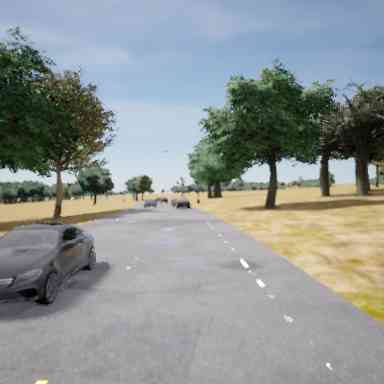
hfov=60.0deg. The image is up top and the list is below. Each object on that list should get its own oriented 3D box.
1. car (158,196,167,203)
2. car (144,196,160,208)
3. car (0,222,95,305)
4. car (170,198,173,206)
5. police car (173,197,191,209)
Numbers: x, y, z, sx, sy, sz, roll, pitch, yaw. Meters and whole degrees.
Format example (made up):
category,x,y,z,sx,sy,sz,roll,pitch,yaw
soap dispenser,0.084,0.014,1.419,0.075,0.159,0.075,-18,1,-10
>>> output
category,x,y,z,sx,sy,sz,roll,pitch,yaw
car,-6.791,1.946,80.736,1.837,1.490,4.892,0,-1,-10
car,-6.452,1.746,51.806,1.994,1.385,4.181,0,-1,-6
car,-3.710,1.510,8.157,1.812,1.442,4.674,0,0,-1
car,-2.339,1.765,56.709,1.812,1.442,4.674,0,-1,-7
police car,-1.270,1.550,46.820,1.930,1.638,5.238,0,-1,-6
